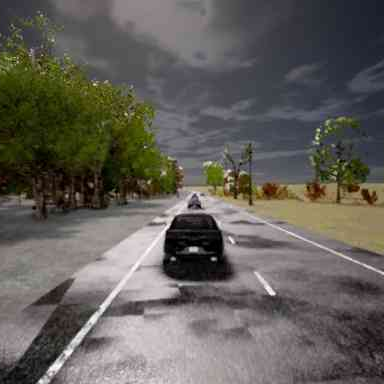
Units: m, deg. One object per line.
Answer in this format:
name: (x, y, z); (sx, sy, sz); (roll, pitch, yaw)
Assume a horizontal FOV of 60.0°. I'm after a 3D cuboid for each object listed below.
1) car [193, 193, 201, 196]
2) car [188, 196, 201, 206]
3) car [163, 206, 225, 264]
car: (0.647, 1.492, 80.074); (1.994, 1.385, 4.181); (0, 0, 0)
car: (0.370, 1.582, 47.503); (1.895, 1.301, 4.718); (0, 0, 0)
car: (0.069, 1.477, 11.895); (1.882, 1.535, 5.008); (0, 0, 0)
